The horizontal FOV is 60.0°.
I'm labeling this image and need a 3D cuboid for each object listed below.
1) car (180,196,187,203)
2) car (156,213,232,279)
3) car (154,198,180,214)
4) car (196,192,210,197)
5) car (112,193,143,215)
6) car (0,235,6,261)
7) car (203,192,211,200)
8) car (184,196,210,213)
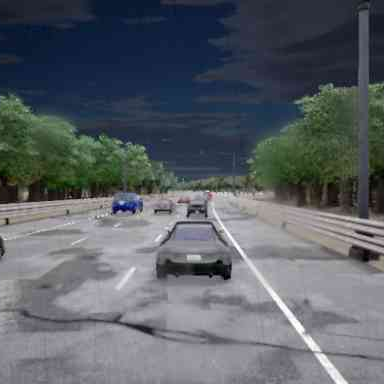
[{"bbox_3d":[-1.387,1.403,62.203,1.994,1.385,4.181,0,0,4],"label":"car"},{"bbox_3d":[0.068,1.553,10.053,1.994,1.385,4.181,0,0,1],"label":"car"},{"bbox_3d":[-2.776,1.476,34.618,2.033,1.411,5.357,0,0,2],"label":"car"},{"bbox_3d":[1.251,1.245,48.692,2.097,1.767,4.553,0,0,3],"label":"car"},{"bbox_3d":[-6.359,1.152,33.299,2.150,2.045,5.566,0,0,2],"label":"car"},{"bbox_3d":[-6.870,1.489,8.652,1.837,1.490,4.892,0,0,1],"label":"car"},{"bbox_3d":[4.043,0.922,89.374,2.150,2.045,5.566,0,0,5],"label":"car"},{"bbox_3d":[0.517,1.448,30.890,1.837,1.490,4.892,0,0,2],"label":"car"}]
